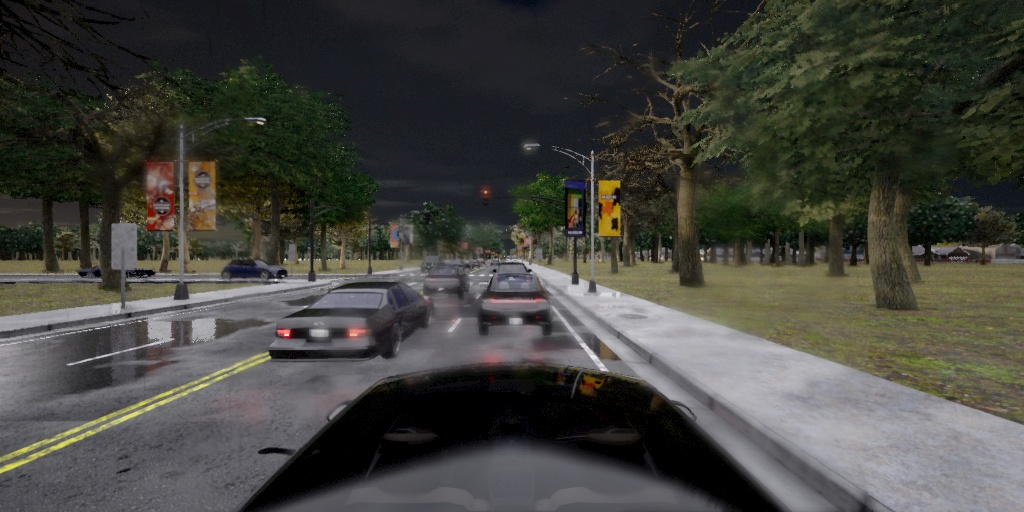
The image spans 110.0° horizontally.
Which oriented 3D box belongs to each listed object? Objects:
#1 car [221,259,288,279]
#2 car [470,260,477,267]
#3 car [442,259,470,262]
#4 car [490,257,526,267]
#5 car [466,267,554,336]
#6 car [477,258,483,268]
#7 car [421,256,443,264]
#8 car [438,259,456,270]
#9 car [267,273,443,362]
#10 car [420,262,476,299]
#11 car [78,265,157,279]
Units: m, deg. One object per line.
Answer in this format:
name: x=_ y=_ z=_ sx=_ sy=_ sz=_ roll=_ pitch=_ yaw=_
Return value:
car: x=-21.318 y=1.088 z=29.884 sx=4.553 sy=1.767 sz=2.097 roll=0 pitch=0 yaw=-1
car: x=-6.729 y=1.374 z=53.266 sx=1.895 sy=1.301 sz=4.718 roll=0 pitch=0 yaw=0
car: x=-6.709 y=1.313 z=43.678 sx=2.033 sy=1.411 sz=5.357 roll=0 pitch=0 yaw=0
car: x=0.017 y=1.106 z=19.399 sx=2.097 sy=1.767 sz=4.553 roll=0 pitch=0 yaw=0
car: x=0.079 y=1.243 z=10.425 sx=2.128 sy=1.511 sz=4.902 roll=0 pitch=0 yaw=0
car: x=-6.723 y=1.349 z=63.733 sx=1.994 sy=1.385 sz=4.181 roll=0 pitch=0 yaw=1
car: x=-9.950 y=0.988 z=45.464 sx=2.150 sy=2.045 sz=5.566 roll=0 pitch=0 yaw=0
car: x=-9.982 y=1.253 z=55.450 sx=1.882 sy=1.535 sz=5.008 roll=0 pitch=0 yaw=0
car: x=-3.157 y=1.298 z=8.312 sx=2.033 sy=1.411 sz=5.357 roll=0 pitch=0 yaw=-1
car: x=-3.182 y=1.245 z=18.059 sx=2.128 sy=1.511 sz=4.902 roll=0 pitch=0 yaw=-2
car: x=-32.717 y=1.322 z=29.845 sx=4.718 sy=1.301 sz=1.895 roll=0 pitch=0 yaw=0
